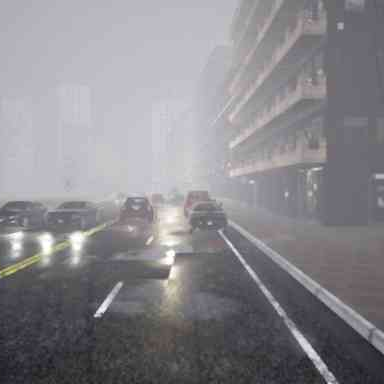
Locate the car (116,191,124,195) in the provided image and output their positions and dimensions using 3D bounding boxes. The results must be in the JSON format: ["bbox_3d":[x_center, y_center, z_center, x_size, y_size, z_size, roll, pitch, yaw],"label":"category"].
[{"bbox_3d":[-12.576,0.678,60.348,1.837,1.490,4.892,0,1,-5],"label":"car"}]

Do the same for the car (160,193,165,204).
[{"bbox_3d":[-4.816,0.880,46.639,1.812,1.442,4.674,0,1,-4],"label":"car"}]

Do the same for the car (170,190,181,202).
[{"bbox_3d":[-2.084,0.829,52.945,1.994,1.385,4.181,0,1,-4],"label":"car"}]

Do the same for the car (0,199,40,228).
[{"bbox_3d":[-10.171,1.240,19.881,1.837,1.490,4.892,0,1,-2],"label":"car"}]

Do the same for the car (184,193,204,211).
[{"bbox_3d":[0.108,0.978,33.811,1.801,1.575,5.366,0,1,-3],"label":"car"}]

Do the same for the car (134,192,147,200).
[{"bbox_3d":[-9.333,0.718,60.682,2.033,1.411,5.357,0,1,-5],"label":"car"}]

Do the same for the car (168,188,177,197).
[{"bbox_3d":[-4.324,0.137,75.839,2.150,2.045,5.566,0,1,-7],"label":"car"}]

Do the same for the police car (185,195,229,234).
[{"bbox_3d":[0.739,1.174,17.604,1.930,1.638,5.238,0,1,-2],"label":"police car"}]

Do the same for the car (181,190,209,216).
[{"bbox_3d":[0.395,0.834,27.602,2.150,2.045,5.566,0,1,-2],"label":"car"}]

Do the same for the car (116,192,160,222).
[{"bbox_3d":[-3.573,1.032,22.990,2.097,1.767,4.553,0,1,-2],"label":"car"}]

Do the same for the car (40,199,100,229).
[{"bbox_3d":[-6.918,1.208,19.799,1.882,1.535,5.008,0,1,-2],"label":"car"}]
